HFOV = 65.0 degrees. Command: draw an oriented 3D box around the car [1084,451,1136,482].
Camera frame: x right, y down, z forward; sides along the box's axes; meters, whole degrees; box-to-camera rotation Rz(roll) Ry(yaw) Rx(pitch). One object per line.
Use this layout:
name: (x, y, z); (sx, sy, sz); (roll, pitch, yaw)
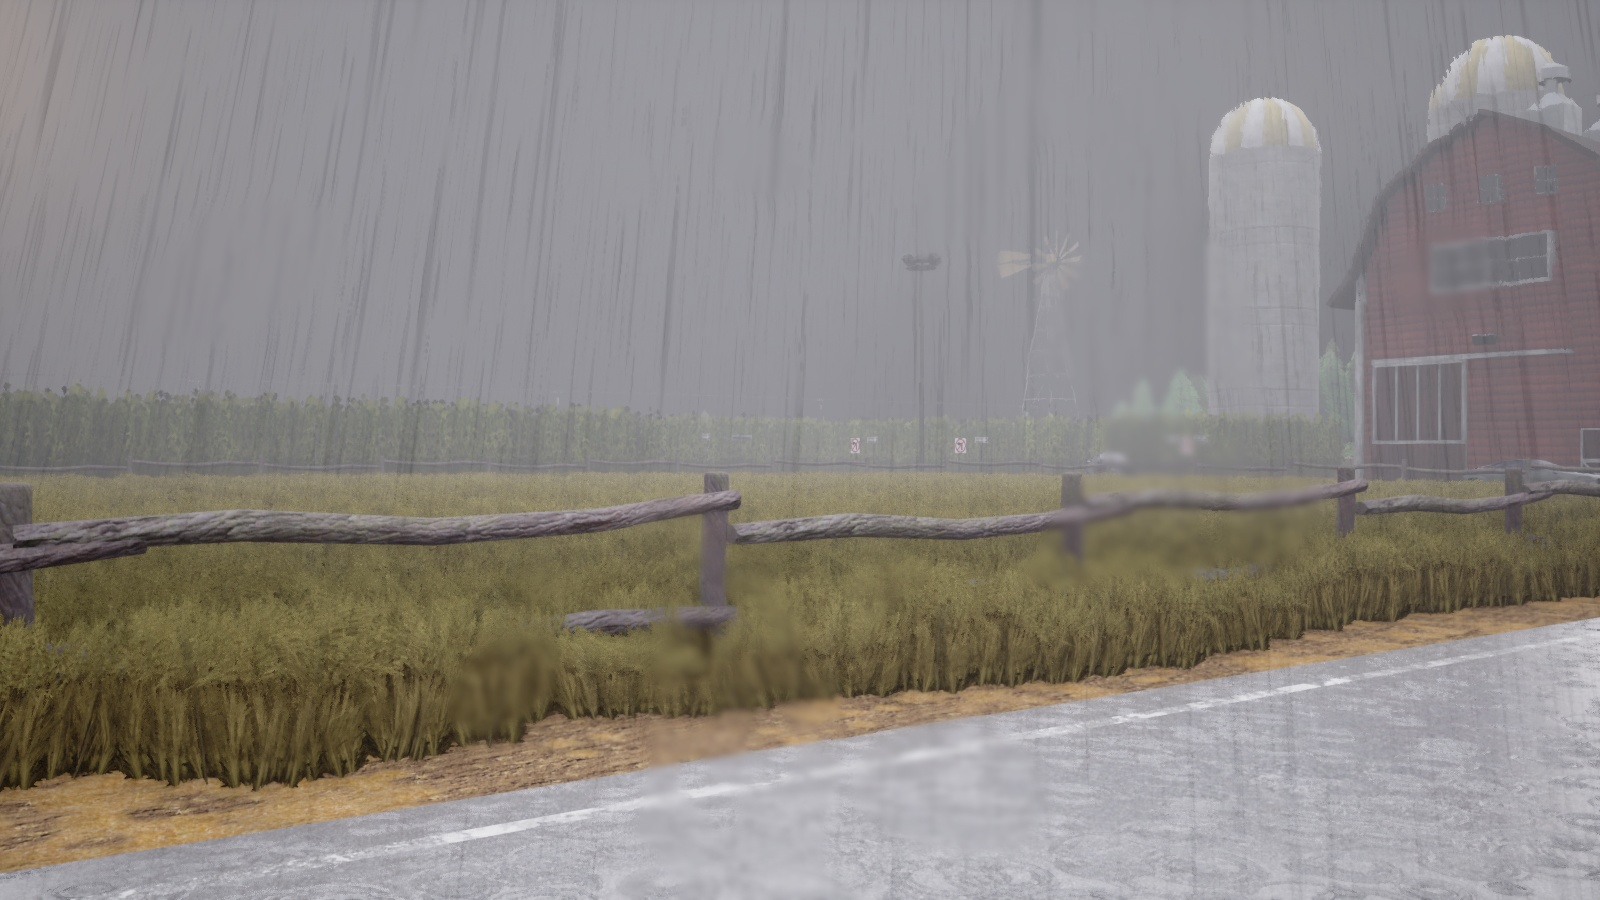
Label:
car: (16.083, 0.848, 65.406); (1.882, 1.535, 5.008); (0, 0, 5)

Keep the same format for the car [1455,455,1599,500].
car: (24.004, 0.858, 40.979); (1.994, 1.385, 4.181); (0, 0, -38)
